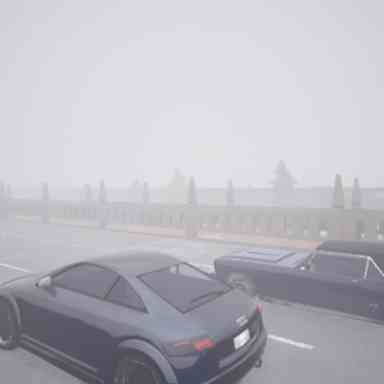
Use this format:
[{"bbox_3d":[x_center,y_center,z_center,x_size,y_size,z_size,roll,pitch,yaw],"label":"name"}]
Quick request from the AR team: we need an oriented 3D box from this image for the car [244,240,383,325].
[{"bbox_3d":[2.703,1.596,6.362,4.718,1.301,1.895,0,0,36],"label":"car"}]

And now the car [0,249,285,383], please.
[{"bbox_3d":[-1.089,1.550,4.769,4.181,1.385,1.994,0,0,36],"label":"car"}]
